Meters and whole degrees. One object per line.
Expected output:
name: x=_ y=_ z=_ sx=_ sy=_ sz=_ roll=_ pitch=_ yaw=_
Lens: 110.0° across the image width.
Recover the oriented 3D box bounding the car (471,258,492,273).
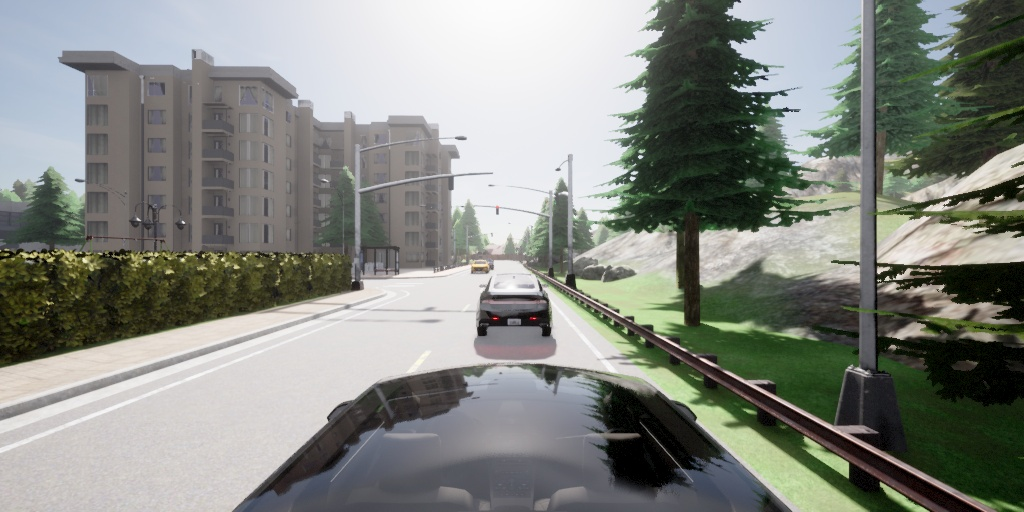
car: x=-3.693 y=1.227 z=42.321 sx=1.882 sy=1.535 sz=5.008 roll=0 pitch=0 yaw=0

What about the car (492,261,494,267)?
car: x=-3.707 y=1.102 z=51.932 sx=2.097 sy=1.767 sz=4.553 roll=0 pitch=0 yaw=0

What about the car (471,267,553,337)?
car: x=0.058 y=1.241 z=10.331 sx=2.128 sy=1.511 sz=4.902 roll=0 pitch=0 yaw=0
